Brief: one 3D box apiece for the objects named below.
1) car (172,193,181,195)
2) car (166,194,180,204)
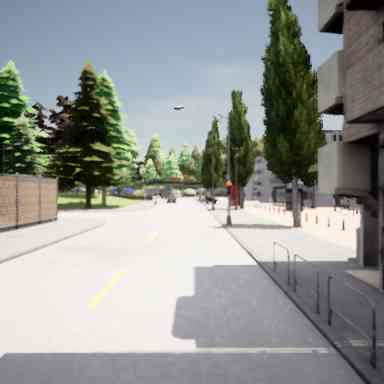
[{"bbox_3d":[-3.964,1.159,81.569,2.150,2.045,5.566,0,0,0],"label":"car"},{"bbox_3d":[-3.988,1.597,65.926,1.837,1.490,4.892,1,-1,0],"label":"car"}]
